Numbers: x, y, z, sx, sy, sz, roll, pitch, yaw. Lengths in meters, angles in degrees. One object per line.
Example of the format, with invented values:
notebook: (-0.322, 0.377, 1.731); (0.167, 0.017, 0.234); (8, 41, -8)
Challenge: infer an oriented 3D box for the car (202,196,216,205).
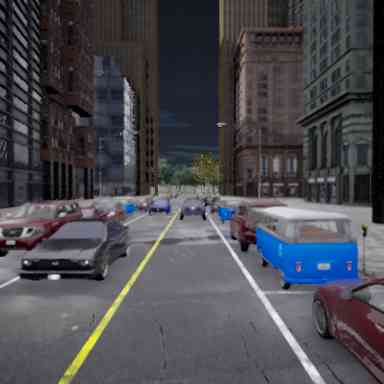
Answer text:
car: (2.722, 1.434, 54.564); (1.947, 1.339, 4.313); (-1, 0, 0)

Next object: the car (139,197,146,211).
car: (-5.795, 1.355, 37.724); (1.967, 1.590, 4.097); (-1, 0, 0)

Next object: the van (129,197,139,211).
van: (-5.791, 1.280, 27.773); (1.690, 1.788, 3.998); (-1, 0, 0)

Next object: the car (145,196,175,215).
car: (-3.056, 1.404, 32.692); (1.882, 1.535, 5.008); (0, 0, 0)

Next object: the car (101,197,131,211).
car: (-5.787, 1.390, 22.887); (1.967, 1.590, 4.097); (-1, 0, 0)

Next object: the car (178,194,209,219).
car: (0.080, 1.289, 28.277); (2.097, 1.767, 4.553); (0, 0, 0)

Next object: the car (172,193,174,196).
car: (-5.815, 1.357, 75.371); (1.947, 1.339, 4.313); (-1, 0, 0)

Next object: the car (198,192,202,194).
car: (2.713, 1.338, 70.342); (1.752, 1.417, 4.829); (-1, 0, 0)

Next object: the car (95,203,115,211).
car: (-5.783, 1.506, 18.002); (1.887, 1.381, 4.507); (-1, 0, 0)

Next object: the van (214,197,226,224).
van: (2.774, 1.289, 24.089); (1.690, 1.788, 3.998); (-1, 0, 0)

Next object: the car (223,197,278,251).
car: (2.768, 1.285, 13.914); (2.192, 1.841, 5.009); (-1, 0, 0)

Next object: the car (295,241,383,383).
car: (2.765, 1.574, 3.739); (1.802, 1.307, 4.206); (-1, 0, 0)

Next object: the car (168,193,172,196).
car: (-5.812, 1.365, 69.992); (2.008, 1.369, 4.403); (-1, 0, 0)

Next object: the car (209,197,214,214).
car: (2.734, 1.506, 33.753); (1.802, 1.307, 4.206); (-1, 0, 0)

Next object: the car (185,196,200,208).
car: (0.075, 1.371, 46.042); (1.882, 1.535, 5.008); (0, 0, 0)

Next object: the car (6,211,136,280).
car: (-3.097, 1.526, 10.137); (2.033, 1.411, 5.357); (0, 0, 0)

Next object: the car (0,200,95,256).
car: (-5.783, 1.287, 13.115); (2.192, 1.841, 5.009); (-1, 0, 0)

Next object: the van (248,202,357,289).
van: (2.765, 1.322, 8.826); (1.690, 1.788, 3.998); (-1, 0, 0)
